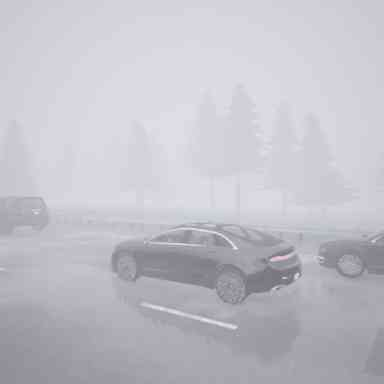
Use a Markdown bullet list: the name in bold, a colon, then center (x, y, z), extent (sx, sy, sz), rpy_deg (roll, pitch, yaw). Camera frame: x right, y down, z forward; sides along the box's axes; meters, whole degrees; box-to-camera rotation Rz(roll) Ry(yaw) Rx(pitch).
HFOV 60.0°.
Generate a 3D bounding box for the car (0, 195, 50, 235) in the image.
- **car**: center (-10.547, 1.218, 18.975), extent (5.566, 2.045, 2.150), rpy_deg (0, 0, 30)

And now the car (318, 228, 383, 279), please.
- **car**: center (5.782, 1.500, 8.432), extent (4.892, 1.490, 1.837), rpy_deg (0, 0, 35)

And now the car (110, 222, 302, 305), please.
- **car**: center (0.110, 1.489, 8.085), extent (4.902, 1.511, 2.128), rpy_deg (0, 0, 34)
